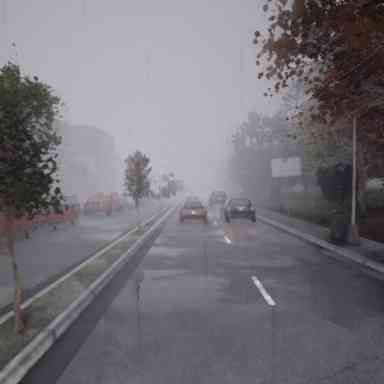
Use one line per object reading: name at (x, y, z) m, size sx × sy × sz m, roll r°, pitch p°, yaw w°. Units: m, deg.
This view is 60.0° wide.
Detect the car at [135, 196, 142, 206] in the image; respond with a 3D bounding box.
car at (-7.976, 1.154, 41.546) m, size 2.002 × 1.452 × 4.674 m, roll 0°, pitch 1°, yaw 0°

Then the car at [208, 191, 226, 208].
car at (3.253, 0.856, 41.903) m, size 2.150 × 2.045 × 5.566 m, roll 0°, pitch 1°, yaw 0°

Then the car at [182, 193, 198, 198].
car at (0.101, 1.178, 42.083) m, size 2.033 × 1.411 × 5.357 m, roll 0°, pitch 1°, yaw 0°

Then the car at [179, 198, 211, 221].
car at (0.093, 1.363, 24.737) m, size 1.994 × 1.385 × 4.181 m, roll 0°, pitch 1°, yaw 0°

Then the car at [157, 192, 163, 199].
car at (-7.828, 0.782, 69.179) m, size 2.097 × 1.535 × 5.008 m, roll 0°, pitch 1°, yaw 1°

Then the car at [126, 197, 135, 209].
car at (-8.005, 1.204, 35.967) m, size 2.163 × 1.488 × 4.792 m, roll 0°, pitch 1°, yaw 0°

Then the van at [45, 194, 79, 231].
van at (-8.093, 1.107, 19.240) m, size 1.878 × 1.987 × 4.442 m, roll 0°, pitch 1°, yaw 0°

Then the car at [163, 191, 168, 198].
car at (-7.588, 0.680, 78.774) m, size 2.163 × 1.488 × 4.792 m, roll 0°, pitch 1°, yaw 3°

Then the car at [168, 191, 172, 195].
car at (-7.181, 0.546, 85.802) m, size 1.946 × 1.575 × 5.366 m, roll 0°, pitch 1°, yaw 5°

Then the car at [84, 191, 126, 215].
car at (-8.035, 0.978, 30.419) m, size 2.435 × 2.045 × 5.566 m, roll 0°, pitch 1°, yaw 0°

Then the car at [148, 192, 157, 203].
car at (-7.887, 0.923, 58.188) m, size 2.231 × 1.521 × 4.892 m, roll 0°, pitch 1°, yaw 0°

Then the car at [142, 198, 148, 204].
car at (-7.946, 1.083, 47.061) m, size 2.163 × 1.488 × 4.792 m, roll 0°, pitch 1°, yaw 0°

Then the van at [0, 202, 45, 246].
van at (-8.123, 1.154, 13.693) m, size 1.878 × 1.987 × 4.442 m, roll 0°, pitch 0°, yaw 0°

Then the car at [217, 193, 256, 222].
car at (3.243, 1.156, 24.196) m, size 2.097 × 1.767 × 4.553 m, roll 0°, pitch 1°, yaw 0°
